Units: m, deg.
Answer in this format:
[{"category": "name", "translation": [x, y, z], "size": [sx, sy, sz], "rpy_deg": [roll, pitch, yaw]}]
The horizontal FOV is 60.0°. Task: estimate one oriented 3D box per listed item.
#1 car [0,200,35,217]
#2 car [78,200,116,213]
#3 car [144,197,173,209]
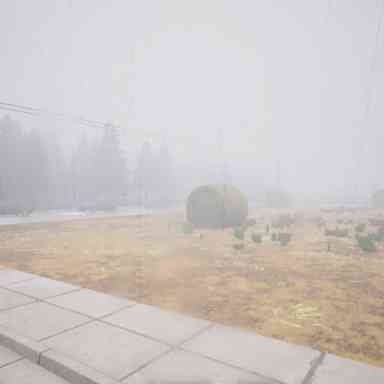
[{"category": "car", "translation": [-16.671, 1.518, 29.741], "size": [2.128, 1.511, 4.902], "rpy_deg": [0, 0, 37]}, {"category": "car", "translation": [-10.727, 1.591, 37.768], "size": [1.994, 1.385, 4.181], "rpy_deg": [0, 0, 36]}, {"category": "car", "translation": [-4.574, 1.532, 46.051], "size": [1.837, 1.490, 4.892], "rpy_deg": [0, 0, 36]}]
